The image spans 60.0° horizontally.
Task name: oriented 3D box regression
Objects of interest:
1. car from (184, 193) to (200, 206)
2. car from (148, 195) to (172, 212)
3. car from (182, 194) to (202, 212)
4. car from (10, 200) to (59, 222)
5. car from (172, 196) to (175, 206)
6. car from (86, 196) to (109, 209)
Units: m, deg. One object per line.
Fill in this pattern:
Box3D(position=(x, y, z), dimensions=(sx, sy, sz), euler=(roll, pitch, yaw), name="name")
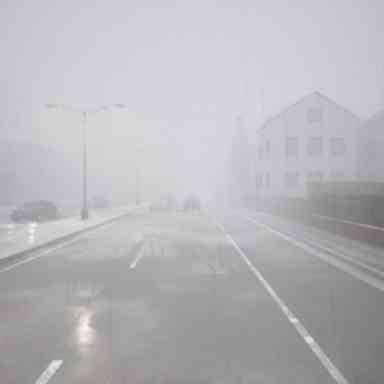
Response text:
Box3D(position=(0.008, 1.062, 47.604), dimensions=(2.097, 1.767, 4.553), euler=(0, 0, 0), name="car")
Box3D(position=(-3.506, 1.308, 35.868), dimensions=(1.812, 1.442, 4.674), euler=(0, 0, 0), name="car")
Box3D(position=(-0.006, 1.290, 35.550), dimensions=(1.837, 1.490, 4.892), euler=(0, 1, 0), name="car")
Box3D(position=(-11.592, 1.354, 24.879), dimensions=(1.837, 1.490, 4.892), euler=(0, 0, 0), name="car")
Box3D(position=(-3.488, 1.185, 48.138), dimensions=(1.882, 1.535, 5.008), euler=(0, 1, 0), name="car")
Box3D(position=(-11.507, 1.280, 40.839), dimensions=(2.128, 1.511, 4.902), euler=(0, 0, 0), name="car")
